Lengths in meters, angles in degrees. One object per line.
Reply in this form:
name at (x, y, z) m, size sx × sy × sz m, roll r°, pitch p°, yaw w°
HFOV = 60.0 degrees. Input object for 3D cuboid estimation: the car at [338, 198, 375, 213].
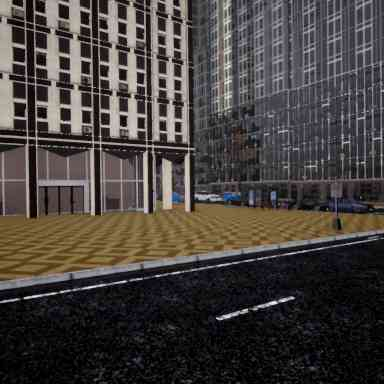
car at (16.710, 1.384, 35.997) m, size 2.033 × 1.411 × 5.357 m, roll -1°, pitch 1°, yaw -34°

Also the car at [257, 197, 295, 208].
car at (11.092, 1.347, 44.253) m, size 1.895 × 1.301 × 4.718 m, roll -1°, pitch 1°, yaw -34°

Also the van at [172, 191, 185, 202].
van at (-2.907, 0.936, 60.231) m, size 1.690 × 1.788 × 3.998 m, roll 0°, pitch 1°, yaw -34°

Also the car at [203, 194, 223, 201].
car at (4.021, 1.041, 64.947) m, size 1.802 × 1.307 × 4.206 m, roll -1°, pitch 1°, yaw -34°

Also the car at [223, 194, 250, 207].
car at (6.640, 1.318, 46.109) m, size 1.947 × 1.339 × 4.313 m, roll -1°, pitch 1°, yaw -34°

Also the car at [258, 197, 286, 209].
car at (9.789, 1.386, 41.378) m, size 1.802 × 1.307 × 4.206 m, roll -1°, pitch 1°, yaw -34°

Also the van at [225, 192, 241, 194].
van at (7.218, 0.853, 60.245) m, size 1.690 × 1.788 × 3.998 m, roll -1°, pitch 1°, yaw -34°

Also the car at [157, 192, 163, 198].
car at (-5.572, 0.613, 79.041) m, size 2.192 × 1.841 × 5.009 m, roll 0°, pitch 1°, yaw -34°

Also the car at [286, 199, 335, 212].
car at (12.973, 1.422, 36.667) m, size 1.947 × 1.339 × 4.313 m, roll -1°, pitch 1°, yaw -34°

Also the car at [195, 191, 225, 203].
car at (2.620, 0.828, 56.740) m, size 2.150 × 2.045 × 5.566 m, roll -1°, pitch 1°, yaw -34°

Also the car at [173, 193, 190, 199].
car at (-2.374, 0.934, 74.345) m, size 1.802 × 1.307 × 4.206 m, roll 0°, pitch 1°, yaw -34°
